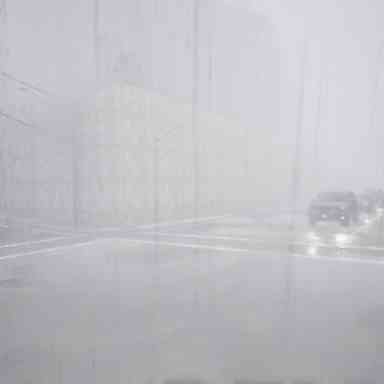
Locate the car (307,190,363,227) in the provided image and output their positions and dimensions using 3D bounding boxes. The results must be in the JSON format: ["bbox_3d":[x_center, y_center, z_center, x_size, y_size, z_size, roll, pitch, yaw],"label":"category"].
[{"bbox_3d":[8.901,0.948,20.752,2.150,2.045,5.566,-1,0,34],"label":"car"}]

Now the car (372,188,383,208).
[{"bbox_3d":[20.458,0.626,37.645,2.150,2.045,5.566,-1,0,35],"label":"car"}]

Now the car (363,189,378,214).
[{"bbox_3d":[14.556,0.921,29.021,2.097,1.767,4.553,-1,0,35],"label":"car"}]
